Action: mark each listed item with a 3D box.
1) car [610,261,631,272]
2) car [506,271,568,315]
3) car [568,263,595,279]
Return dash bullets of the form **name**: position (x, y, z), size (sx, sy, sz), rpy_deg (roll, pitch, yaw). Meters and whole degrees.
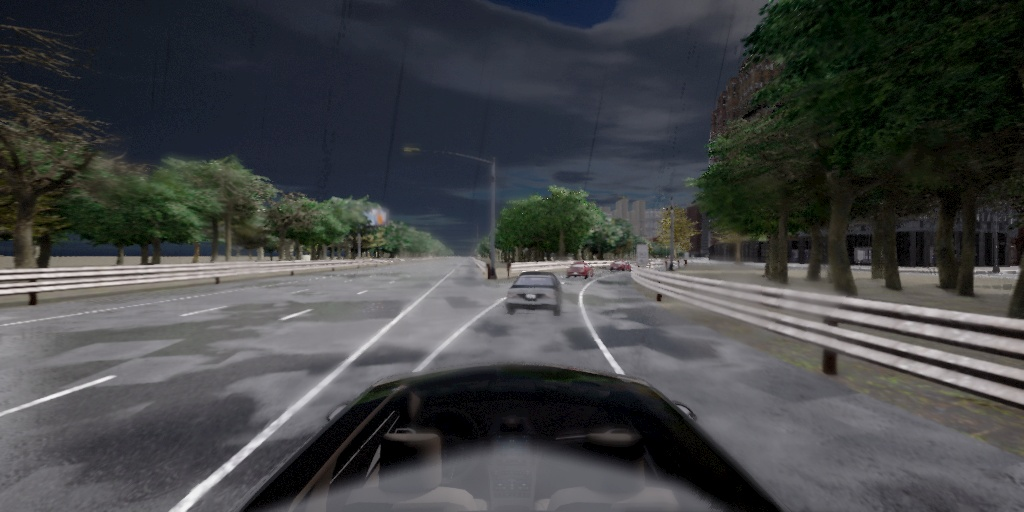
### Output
- **car**: position (14.803, 1.352, 48.747), size (1.812, 1.442, 4.674), rpy_deg (0, 0, 34)
- **car**: position (0.988, 1.307, 13.659), size (2.033, 1.411, 5.357), rpy_deg (0, 0, 9)
- **car**: position (6.311, 1.318, 32.872), size (1.812, 1.442, 4.674), rpy_deg (0, 0, 22)
